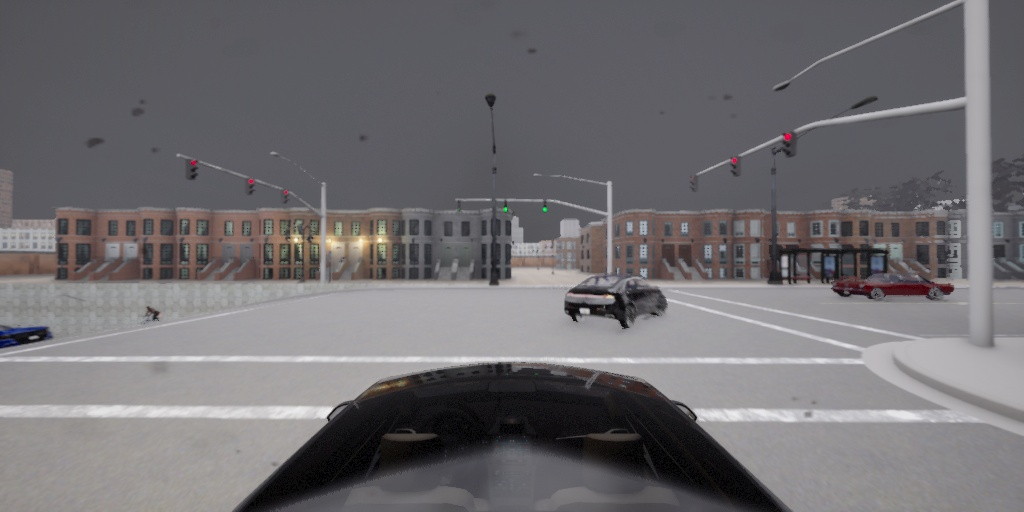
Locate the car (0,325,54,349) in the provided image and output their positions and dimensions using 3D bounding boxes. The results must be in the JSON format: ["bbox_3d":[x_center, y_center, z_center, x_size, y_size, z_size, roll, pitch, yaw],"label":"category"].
[{"bbox_3d":[-21.710,3.563,14.449,5.008,1.535,1.882,-13,0,1],"label":"car"}]

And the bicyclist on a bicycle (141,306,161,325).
[{"bbox_3d":[-25.480,4.329,25.397,0.582,1.620,1.656,-12,0,2],"label":"bicyclist on a bicycle"}]

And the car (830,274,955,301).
[{"bbox_3d":[19.284,1.559,18.356,4.718,1.301,1.895,0,-1,-1],"label":"car"}]

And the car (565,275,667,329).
[{"bbox_3d":[3.592,1.370,11.995,2.128,1.511,4.902,-1,-1,39],"label":"car"}]
